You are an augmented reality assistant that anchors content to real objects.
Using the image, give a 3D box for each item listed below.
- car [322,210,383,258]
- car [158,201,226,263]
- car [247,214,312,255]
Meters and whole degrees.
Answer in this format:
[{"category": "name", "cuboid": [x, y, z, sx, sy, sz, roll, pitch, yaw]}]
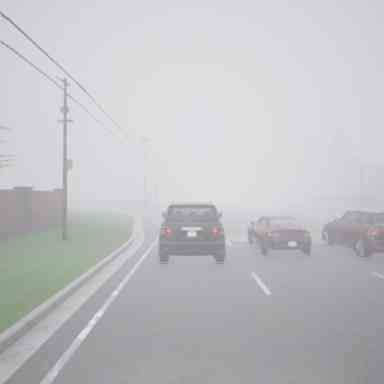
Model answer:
[{"category": "car", "cuboid": [7.015, 1.481, 13.436, 2.097, 1.767, 4.553, 0, -1, 0]}, {"category": "car", "cuboid": [-0.002, 1.345, 12.569, 2.150, 2.045, 5.566, 0, 0, 0]}, {"category": "car", "cuboid": [3.517, 1.659, 13.903, 1.812, 1.442, 4.674, 0, 0, 0]}]
